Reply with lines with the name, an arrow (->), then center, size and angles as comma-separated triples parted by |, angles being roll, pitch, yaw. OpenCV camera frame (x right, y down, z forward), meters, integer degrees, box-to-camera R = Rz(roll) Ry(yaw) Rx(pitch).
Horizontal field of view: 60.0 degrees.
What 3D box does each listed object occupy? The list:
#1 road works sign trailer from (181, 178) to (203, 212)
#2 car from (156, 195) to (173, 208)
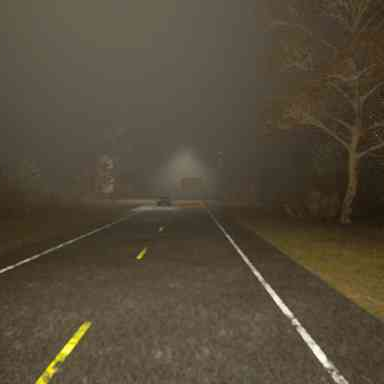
road works sign trailer -> -0.023, 0.239, 35.816 | 2.380, 3.560, 2.880 | 0, 0, 0
car -> -3.614, 1.229, 43.953 | 1.837, 1.490, 4.892 | 0, 0, 0
